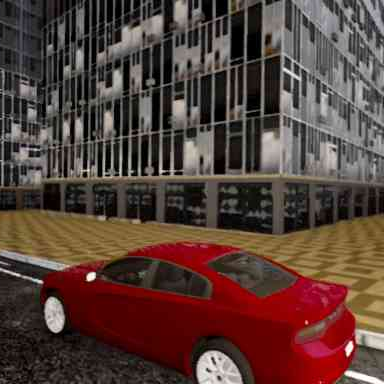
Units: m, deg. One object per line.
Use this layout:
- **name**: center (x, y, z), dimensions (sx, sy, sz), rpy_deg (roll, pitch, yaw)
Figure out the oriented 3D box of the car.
- **car**: center (-0.329, 1.504, 5.011), dimensions (5.008, 1.535, 1.882), rpy_deg (0, 0, 36)
